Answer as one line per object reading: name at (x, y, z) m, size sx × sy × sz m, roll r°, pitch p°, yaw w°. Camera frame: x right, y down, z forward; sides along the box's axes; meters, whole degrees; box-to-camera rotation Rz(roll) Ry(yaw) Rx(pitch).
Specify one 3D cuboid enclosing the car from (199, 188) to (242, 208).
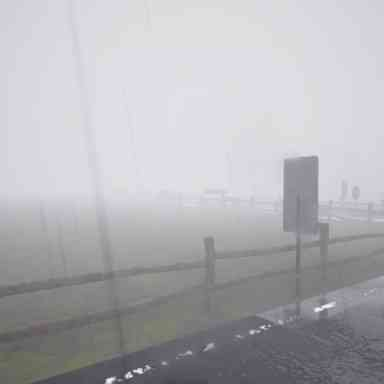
car at (2.985, 0.584, 36.093) m, size 2.150 × 2.045 × 5.566 m, roll 1°, pitch 1°, yaw -35°

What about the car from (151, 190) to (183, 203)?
car at (-3.105, 0.473, 44.783) m, size 2.097 × 1.767 × 4.553 m, roll 1°, pitch 1°, yaw -35°

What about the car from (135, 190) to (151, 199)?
car at (-8.043, 0.342, 56.917) m, size 1.882 × 1.535 × 5.008 m, roll 1°, pitch 1°, yaw -35°

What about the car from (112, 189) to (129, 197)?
car at (-14.064, 0.120, 65.481) m, size 2.128 × 1.511 × 4.902 m, roll 1°, pitch 1°, yaw -35°

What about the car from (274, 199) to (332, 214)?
car at (9.053, 1.086, 27.445) m, size 1.882 × 1.535 × 5.008 m, roll 1°, pitch 1°, yaw -35°
